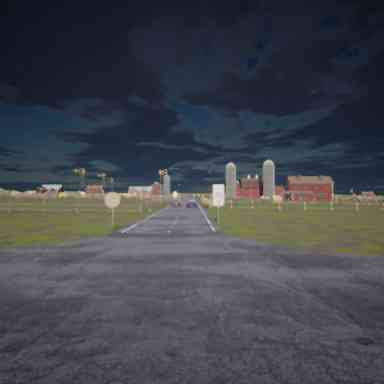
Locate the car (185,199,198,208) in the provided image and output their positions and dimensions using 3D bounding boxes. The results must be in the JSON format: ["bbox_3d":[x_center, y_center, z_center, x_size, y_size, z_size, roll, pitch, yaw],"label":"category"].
[{"bbox_3d":[-0.007,1.878,54.837,1.812,1.442,4.674,0,0,0],"label":"car"}]

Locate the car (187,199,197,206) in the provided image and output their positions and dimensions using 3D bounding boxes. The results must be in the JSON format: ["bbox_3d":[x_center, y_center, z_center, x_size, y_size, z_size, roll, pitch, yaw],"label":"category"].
[{"bbox_3d":[-0.009,2.018,64.904,1.895,1.301,4.718,0,0,0],"label":"car"}]

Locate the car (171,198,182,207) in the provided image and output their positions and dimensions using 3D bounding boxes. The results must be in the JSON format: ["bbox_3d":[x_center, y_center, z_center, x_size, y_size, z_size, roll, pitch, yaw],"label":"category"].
[{"bbox_3d":[-2.759,1.890,59.872,1.837,1.490,4.892,0,0,0],"label":"car"}]
